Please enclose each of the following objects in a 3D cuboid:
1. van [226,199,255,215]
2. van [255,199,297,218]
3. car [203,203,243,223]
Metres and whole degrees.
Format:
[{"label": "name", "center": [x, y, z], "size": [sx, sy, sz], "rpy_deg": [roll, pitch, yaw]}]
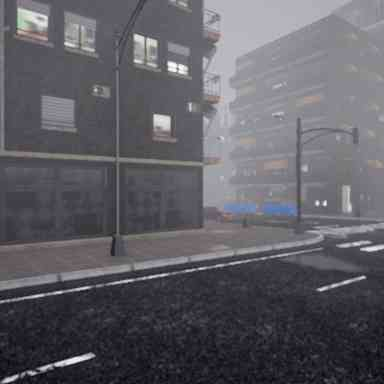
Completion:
[{"label": "van", "center": [5.467, 1.693, 38.237], "size": [1.690, 1.788, 3.998], "rpy_deg": [-1, 0, -36]}, {"label": "van", "center": [8.778, 1.619, 33.718], "size": [1.690, 1.788, 3.998], "rpy_deg": [-1, 0, -36]}, {"label": "car", "center": [2.033, 1.886, 28.808], "size": [1.802, 1.307, 4.206], "rpy_deg": [-1, 0, -36]}]
